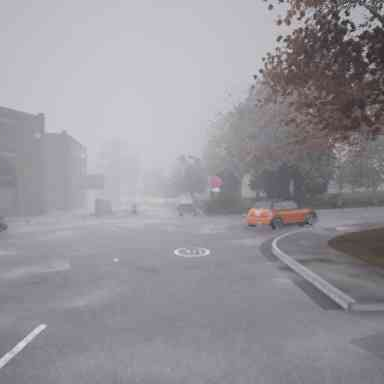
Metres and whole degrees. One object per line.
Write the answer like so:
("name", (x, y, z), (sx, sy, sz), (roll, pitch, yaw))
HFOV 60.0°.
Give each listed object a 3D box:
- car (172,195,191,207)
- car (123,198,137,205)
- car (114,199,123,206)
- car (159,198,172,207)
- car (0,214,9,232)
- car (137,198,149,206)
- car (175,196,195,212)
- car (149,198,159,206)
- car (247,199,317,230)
("car", (-1.012, 1.380, 45.393), (2.435, 2.045, 5.566), (0, -1, -7))
("car", (-11.943, 2.075, 71.179), (2.097, 1.535, 5.008), (-1, 0, -41))
("car", (-15.769, 2.258, 75.614), (4.892, 1.521, 2.231), (-4, -2, 42))
("car", (-3.466, 1.794, 56.553), (2.231, 1.521, 4.892), (0, 0, -18))
("car", (-11.413, 1.480, 15.668), (4.892, 1.521, 2.231), (-1, 0, -20))
("car", (-8.424, 1.942, 66.724), (2.231, 1.521, 4.892), (-1, -1, -35))
("car", (-0.652, 1.564, 39.406), (2.097, 1.535, 5.008), (0, -1, -1))
("car", (-5.672, 1.871, 61.852), (2.097, 1.535, 5.008), (-1, -1, -27))
("car", (5.600, 1.223, 20.539), (4.553, 1.767, 2.097), (-3, 1, -34))
